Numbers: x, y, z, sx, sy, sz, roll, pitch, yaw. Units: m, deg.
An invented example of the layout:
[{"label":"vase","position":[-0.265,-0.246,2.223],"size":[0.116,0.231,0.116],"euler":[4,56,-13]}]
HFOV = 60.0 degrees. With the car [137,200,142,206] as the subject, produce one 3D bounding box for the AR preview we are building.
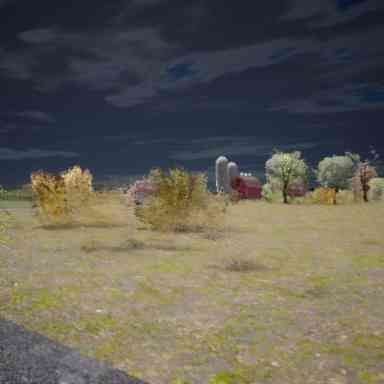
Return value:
[{"label":"car","position":[-12.279,2.107,68.358],"size":[1.837,1.490,4.892],"euler":[-1,-2,36]}]
